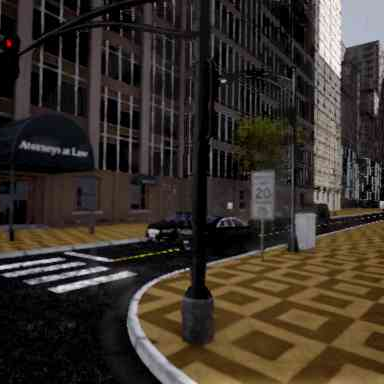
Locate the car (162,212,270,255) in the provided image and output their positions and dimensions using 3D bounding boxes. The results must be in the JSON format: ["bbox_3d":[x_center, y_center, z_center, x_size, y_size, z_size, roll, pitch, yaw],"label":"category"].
[{"bbox_3d":[1.265,1.762,14.573,2.128,1.511,4.902,0,-2,37],"label":"car"}]

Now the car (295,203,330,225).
[{"bbox_3d":[12.312,2.156,33.791,2.150,2.045,5.566,0,-2,37],"label":"car"}]

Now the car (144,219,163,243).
[{"bbox_3d":[-0.329,1.804,17.184,2.128,1.511,4.902,0,-2,37],"label":"car"}]

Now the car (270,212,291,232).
[{"bbox_3d":[5.893,2.216,25.367,1.895,1.301,4.718,0,-2,37],"label":"car"}]
